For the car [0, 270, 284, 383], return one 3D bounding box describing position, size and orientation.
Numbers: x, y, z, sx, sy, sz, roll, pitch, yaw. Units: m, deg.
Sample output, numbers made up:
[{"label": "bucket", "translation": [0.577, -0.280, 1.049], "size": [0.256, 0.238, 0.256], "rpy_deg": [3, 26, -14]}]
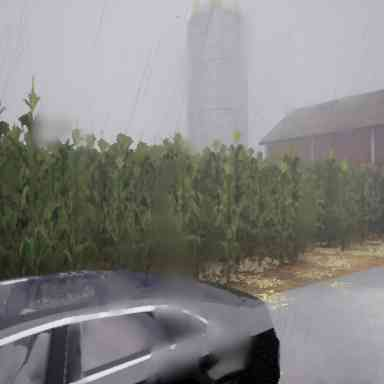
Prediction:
[{"label": "car", "translation": [-1.384, 1.491, 2.468], "size": [4.902, 1.511, 2.128], "rpy_deg": [0, 0, -37]}]
